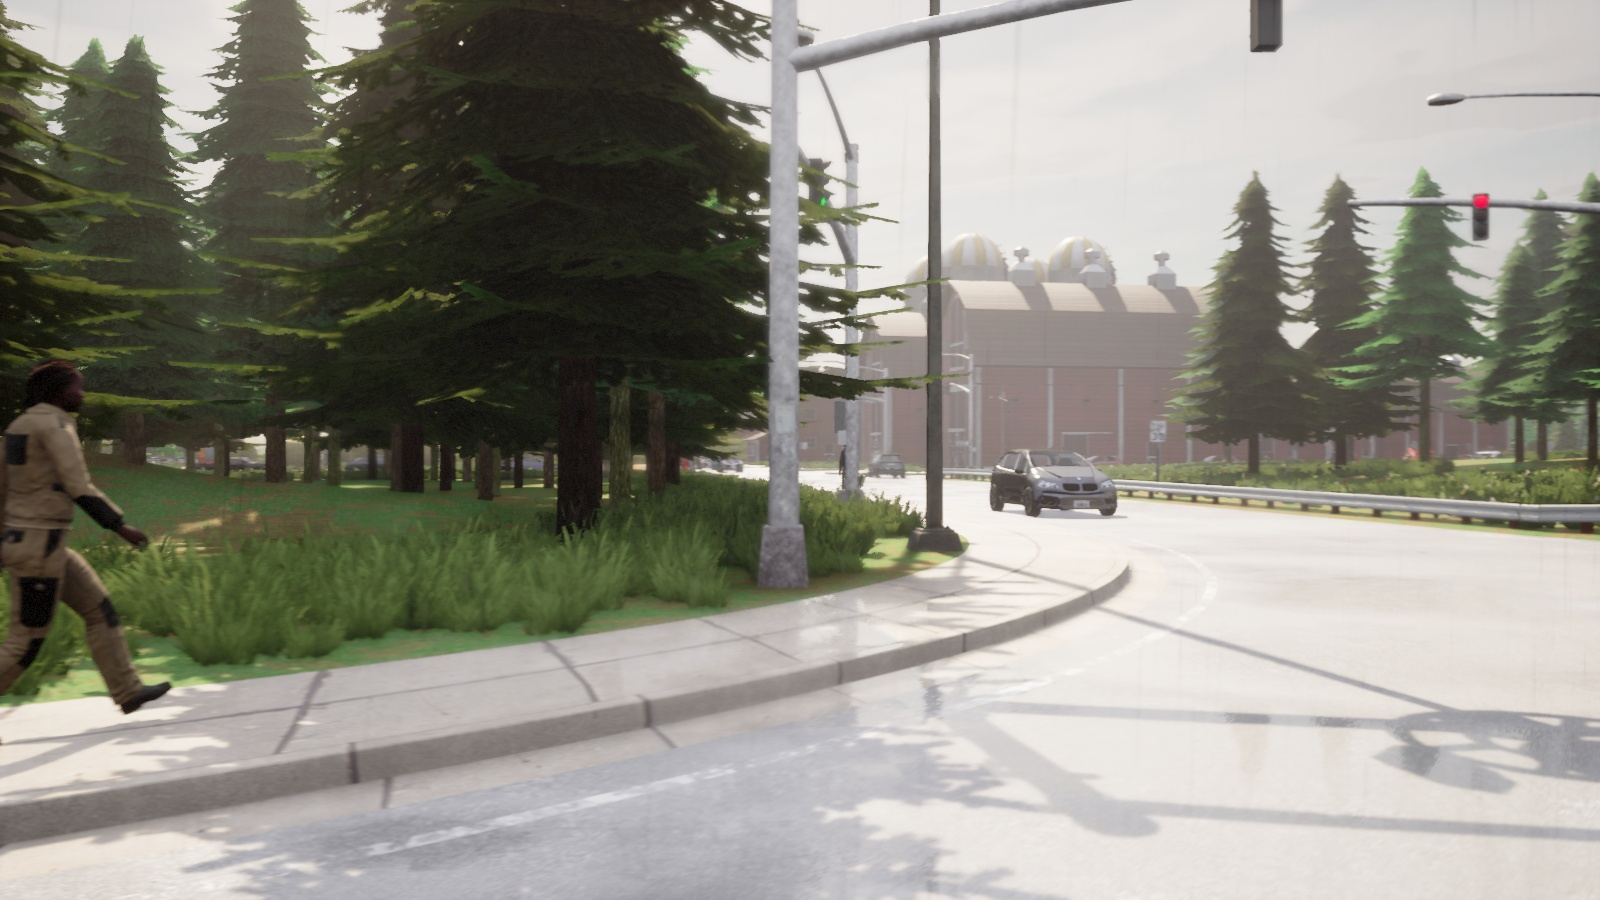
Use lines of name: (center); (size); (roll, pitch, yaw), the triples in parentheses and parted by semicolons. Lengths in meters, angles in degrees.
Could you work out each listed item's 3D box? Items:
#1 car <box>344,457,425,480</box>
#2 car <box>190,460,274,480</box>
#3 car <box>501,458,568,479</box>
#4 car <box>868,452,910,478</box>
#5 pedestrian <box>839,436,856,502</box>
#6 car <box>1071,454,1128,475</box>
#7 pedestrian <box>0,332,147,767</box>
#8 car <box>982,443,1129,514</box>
car: (-26.632, 1.181, 80.649); (4.674, 1.442, 1.812); (0, 0, -9)
car: (-37.279, 1.296, 82.529); (4.718, 1.301, 1.895); (0, 0, -9)
car: (-17.309, 1.197, 82.104); (4.181, 1.385, 1.994); (0, 0, -9)
car: (5.749, 0.969, 81.518); (2.033, 1.649, 4.856); (-1, 0, -3)
pedestrian: (1.363, 0.537, 35.766); (0.370, 1.835, 0.726); (0, 0, -7)
car: (21.859, 1.063, 91.764); (3.633, 1.501, 1.845); (0, 0, -9)
pedestrian: (-3.506, 0.440, 5.894); (0.396, 1.930, 0.692); (0, 0, 44)
car: (6.391, 0.690, 32.023); (2.242, 1.667, 4.611); (0, 0, -8)
